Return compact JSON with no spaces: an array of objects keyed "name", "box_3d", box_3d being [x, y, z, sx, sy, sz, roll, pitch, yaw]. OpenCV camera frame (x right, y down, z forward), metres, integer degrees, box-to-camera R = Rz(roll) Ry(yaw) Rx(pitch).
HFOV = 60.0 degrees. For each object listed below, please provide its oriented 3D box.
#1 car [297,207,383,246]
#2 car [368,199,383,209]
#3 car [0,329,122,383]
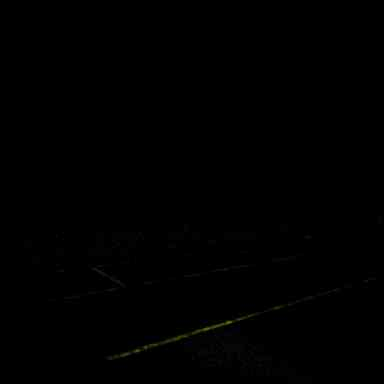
[{"name":"car","box_3d":[6.687,1.565,15.285,4.313,1.339,1.947,0,0,-35]},{"name":"car","box_3d":[11.275,1.314,18.559,5.009,1.841,2.192,0,0,-35]},{"name":"car","box_3d":[-2.718,1.478,1.388,5.008,1.535,1.882,0,0,-35]}]
